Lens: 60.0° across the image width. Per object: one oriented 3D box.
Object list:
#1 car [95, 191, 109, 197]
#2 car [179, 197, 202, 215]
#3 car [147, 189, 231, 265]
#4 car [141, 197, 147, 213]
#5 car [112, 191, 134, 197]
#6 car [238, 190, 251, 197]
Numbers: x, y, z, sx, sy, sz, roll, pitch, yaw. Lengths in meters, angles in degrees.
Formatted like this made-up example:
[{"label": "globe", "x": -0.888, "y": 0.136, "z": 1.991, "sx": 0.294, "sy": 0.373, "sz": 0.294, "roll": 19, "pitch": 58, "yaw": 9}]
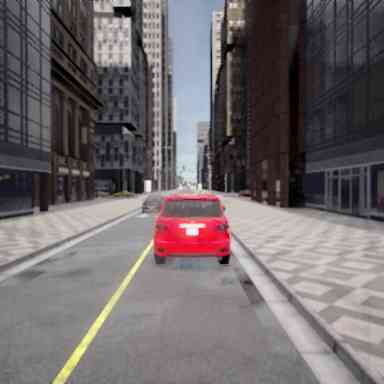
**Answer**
[{"label": "car", "x": -21.228, "y": 0.457, "z": 75.236, "sx": 4.829, "sy": 1.417, "sz": 1.752, "roll": 0, "pitch": 1, "yaw": 0}, {"label": "car", "x": -0.147, "y": 1.156, "z": 29.562, "sx": 1.895, "sy": 1.301, "sz": 4.718, "roll": 0, "pitch": 1, "yaw": 0}, {"label": "car", "x": -0.006, "y": 1.055, "z": 11.158, "sx": 2.150, "sy": 2.045, "sz": 5.566, "roll": 0, "pitch": 1, "yaw": 0}, {"label": "car", "x": -3.340, "y": 1.059, "z": 29.691, "sx": 1.837, "sy": 1.490, "sz": 4.892, "roll": 0, "pitch": 1, "yaw": 0}, {"label": "car", "x": -15.627, "y": 0.439, "z": 75.247, "sx": 4.829, "sy": 1.417, "sz": 1.752, "roll": 0, "pitch": 1, "yaw": 0}, {"label": "car", "x": 11.354, "y": 0.373, "z": 66.775, "sx": 4.097, "sy": 1.590, "sz": 1.967, "roll": 0, "pitch": 1, "yaw": 0}]
